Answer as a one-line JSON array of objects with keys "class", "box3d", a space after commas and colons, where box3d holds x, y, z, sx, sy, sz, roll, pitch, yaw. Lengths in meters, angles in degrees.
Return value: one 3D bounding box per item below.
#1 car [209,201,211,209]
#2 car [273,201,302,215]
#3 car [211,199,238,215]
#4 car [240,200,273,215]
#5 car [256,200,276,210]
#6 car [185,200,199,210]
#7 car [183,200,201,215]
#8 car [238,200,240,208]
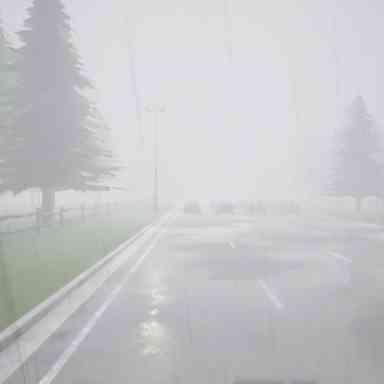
[{"class": "car", "box3d": [3.546, 1.720, 48.067, 2.128, 1.511, 4.902, 0, 0, 0]}, {"class": "car", "box3d": [10.530, 1.722, 36.834, 2.033, 1.411, 5.357, 0, 0, 0]}, {"class": "car", "box3d": [3.530, 1.652, 36.840, 1.882, 1.535, 5.008, 0, 0, 0]}, {"class": "car", "box3d": [7.030, 1.666, 36.837, 2.128, 1.511, 4.902, 0, 0, 0]}, {"class": "car", "box3d": [10.544, 1.827, 47.850, 1.895, 1.301, 4.718, 0, 0, 0]}, {"class": "car", "box3d": [0.047, 1.829, 48.190, 1.895, 1.301, 4.718, 0, 0, 0]}, {"class": "car", "box3d": [0.030, 1.666, 36.844, 2.128, 1.511, 4.902, 0, 0, 0]}, {"class": "car", "box3d": [7.044, 1.827, 47.886, 1.895, 1.301, 4.718, 0, 0, 0]}]
